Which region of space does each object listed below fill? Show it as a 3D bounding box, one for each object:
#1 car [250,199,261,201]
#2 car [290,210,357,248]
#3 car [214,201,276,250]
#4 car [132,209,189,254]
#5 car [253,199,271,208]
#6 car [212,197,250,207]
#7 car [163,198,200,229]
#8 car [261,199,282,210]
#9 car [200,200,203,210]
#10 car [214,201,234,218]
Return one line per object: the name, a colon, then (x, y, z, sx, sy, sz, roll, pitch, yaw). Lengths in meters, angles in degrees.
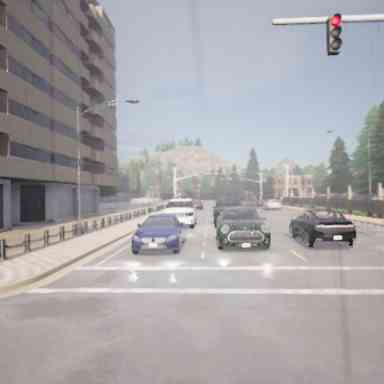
car: (7.550, 1.848, 44.916, 2.033, 1.411, 5.357, -1, 0, 3)
car: (5.816, 1.561, 15.239, 2.128, 1.511, 4.902, -1, -1, 5)
car: (2.218, 1.488, 15.136, 2.097, 1.767, 4.553, -1, -1, 3)
car: (-1.310, 1.724, 14.591, 1.812, 1.442, 4.674, -1, 0, 3)
car: (11.650, 1.867, 55.769, 2.033, 1.411, 5.357, -1, -1, 3)
car: (2.738, 1.433, 24.714, 2.150, 2.045, 5.566, -1, -1, 3)
car: (-0.791, 1.496, 24.267, 2.150, 2.045, 5.566, -1, -1, 3)
car: (11.121, 1.771, 46.194, 1.812, 1.442, 4.674, -1, -1, 3)
car: (0.757, 2.000, 50.678, 1.882, 1.535, 5.008, -1, -1, 3)
car: (3.298, 1.768, 34.738, 1.882, 1.535, 5.008, -1, 0, 3)
